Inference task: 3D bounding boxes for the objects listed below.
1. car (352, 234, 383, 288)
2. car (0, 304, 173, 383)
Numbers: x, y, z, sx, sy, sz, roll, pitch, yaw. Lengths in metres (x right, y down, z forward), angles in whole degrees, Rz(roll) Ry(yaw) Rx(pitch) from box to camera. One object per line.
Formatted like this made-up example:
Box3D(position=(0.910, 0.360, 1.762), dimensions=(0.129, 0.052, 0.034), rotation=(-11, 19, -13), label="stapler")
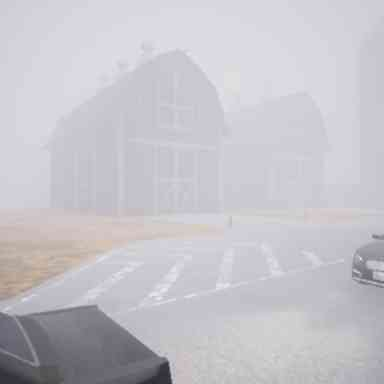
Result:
Box3D(position=(5.893, 1.470, 8.272), dimensions=(4.902, 1.511, 2.128), rotation=(0, 0, -36), label="car")
Box3D(position=(-2.567, 1.609, 2.140), dimensions=(4.718, 1.301, 1.895), rotation=(0, 0, -36), label="car")
